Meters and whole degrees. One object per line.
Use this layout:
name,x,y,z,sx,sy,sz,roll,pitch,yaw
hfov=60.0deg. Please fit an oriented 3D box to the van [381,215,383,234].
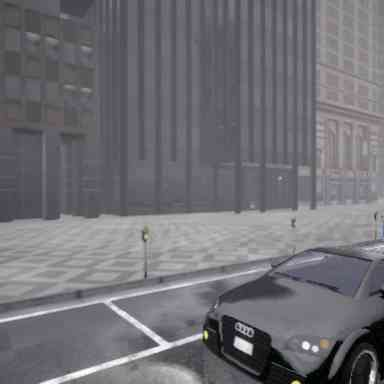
van,9.112,1.342,13.141,3.998,1.788,1.690,0,0,-35

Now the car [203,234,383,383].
car,2.206,1.564,4.948,4.181,1.385,1.994,0,0,-35
